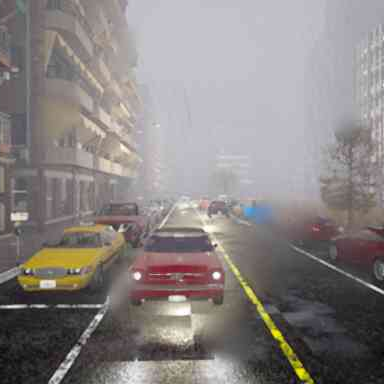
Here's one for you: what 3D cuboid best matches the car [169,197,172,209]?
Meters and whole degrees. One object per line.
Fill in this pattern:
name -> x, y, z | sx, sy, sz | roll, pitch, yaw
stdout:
car -> -3.579, 1.582, 36.863 | 1.947, 1.339, 4.313 | 0, 0, -1

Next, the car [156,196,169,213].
car -> -3.452, 1.451, 31.337 | 1.967, 1.590, 4.097 | 0, 0, -1

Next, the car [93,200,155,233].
car -> -3.073, 1.316, 14.763 | 2.192, 1.841, 5.009 | 0, 0, -1

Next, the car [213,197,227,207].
car -> 4.413, 1.569, 53.801 | 1.752, 1.417, 4.829 | 0, 0, -1

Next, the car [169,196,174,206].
car -> -3.706, 1.566, 42.388 | 1.887, 1.381, 4.507 | 0, 0, -1

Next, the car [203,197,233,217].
car -> 2.332, 1.522, 31.184 | 1.837, 1.490, 4.892 | 0, 0, -1

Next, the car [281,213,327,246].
car -> 5.307, 1.591, 14.955 | 1.802, 1.307, 4.206 | 0, 0, -1

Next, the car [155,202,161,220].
car -> -3.197, 1.554, 20.288 | 2.008, 1.369, 4.403 | 0, 0, -1

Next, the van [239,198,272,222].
van -> 5.052, 1.356, 26.006 | 1.690, 1.788, 3.998 | 0, 0, -1

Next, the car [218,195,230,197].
car -> 4.671, 1.470, 42.581 | 1.967, 1.590, 4.097 | 0, 0, -1

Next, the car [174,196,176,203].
car -> -3.960, 1.617, 53.439 | 1.802, 1.307, 4.206 | 0, 0, -1

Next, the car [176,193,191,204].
car -> -1.510, 1.275, 64.180 | 2.150, 2.045, 5.566 | 0, 0, -1

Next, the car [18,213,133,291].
car -> -2.940, 1.525, 9.068 | 1.752, 1.417, 4.829 | 0, 0, -1

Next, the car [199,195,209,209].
car -> 2.017, 1.382, 44.610 | 2.097, 1.767, 4.553 | 0, 0, -1

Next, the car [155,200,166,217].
car -> -3.325, 1.558, 25.814 | 2.008, 1.369, 4.403 | 0, 0, -1

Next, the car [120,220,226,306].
car -> -0.317, 1.602, 8.172 | 1.895, 1.301, 4.718 | 0, 0, -1

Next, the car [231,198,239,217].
car -> 4.922, 1.545, 31.700 | 1.752, 1.417, 4.829 | 0, 0, -1

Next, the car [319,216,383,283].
car -> 5.434, 1.589, 9.430 | 1.802, 1.307, 4.206 | 0, 0, -1

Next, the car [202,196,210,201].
car -> 3.655, 1.642, 86.783 | 1.887, 1.381, 4.507 | 0, 0, -1

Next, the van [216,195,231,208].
van -> 4.543, 1.377, 48.107 | 1.690, 1.788, 3.998 | 0, 0, -1

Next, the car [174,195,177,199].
car -> -4.087, 1.625, 58.963 | 1.802, 1.307, 4.206 | 0, 0, -1

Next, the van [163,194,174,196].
van -> -3.835, 1.369, 47.915 | 1.690, 1.788, 3.998 | 0, 0, -1
